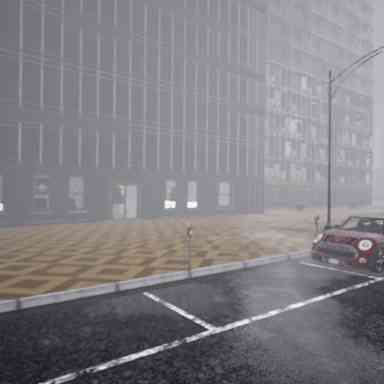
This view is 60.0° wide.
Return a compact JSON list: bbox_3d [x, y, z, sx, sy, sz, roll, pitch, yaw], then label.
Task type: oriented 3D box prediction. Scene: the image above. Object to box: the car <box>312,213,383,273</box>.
[{"bbox_3d":[5.642,1.433,10.577,4.097,1.590,1.967,0,1,-36],"label":"car"}]
